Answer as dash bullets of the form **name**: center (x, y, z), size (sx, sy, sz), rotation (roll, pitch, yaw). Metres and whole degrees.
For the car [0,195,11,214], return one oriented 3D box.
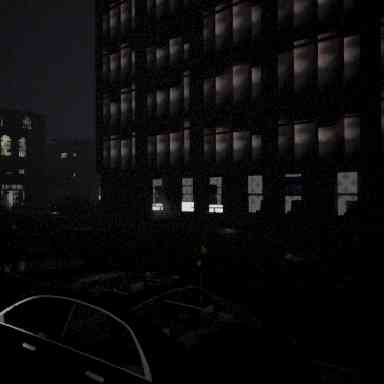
- **car**: center (-21.696, 1.315, 34.166), size (2.150, 2.045, 5.566), rotation (0, -1, 36)

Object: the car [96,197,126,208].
- **car**: center (-12.416, 1.643, 51.170), size (1.967, 1.590, 4.097), rotation (-1, -1, 36)

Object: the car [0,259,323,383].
- **car**: center (-0.955, 1.551, 3.557), size (4.403, 1.369, 2.008), rotation (0, 0, 35)

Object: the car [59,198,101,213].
- **car**: center (-12.190, 1.684, 37.264), size (1.802, 1.307, 4.206), rotation (-1, -1, 36)

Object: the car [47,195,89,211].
- **car**: center (-15.581, 1.366, 42.470), size (2.150, 2.045, 5.566), rotation (0, -1, 37)
